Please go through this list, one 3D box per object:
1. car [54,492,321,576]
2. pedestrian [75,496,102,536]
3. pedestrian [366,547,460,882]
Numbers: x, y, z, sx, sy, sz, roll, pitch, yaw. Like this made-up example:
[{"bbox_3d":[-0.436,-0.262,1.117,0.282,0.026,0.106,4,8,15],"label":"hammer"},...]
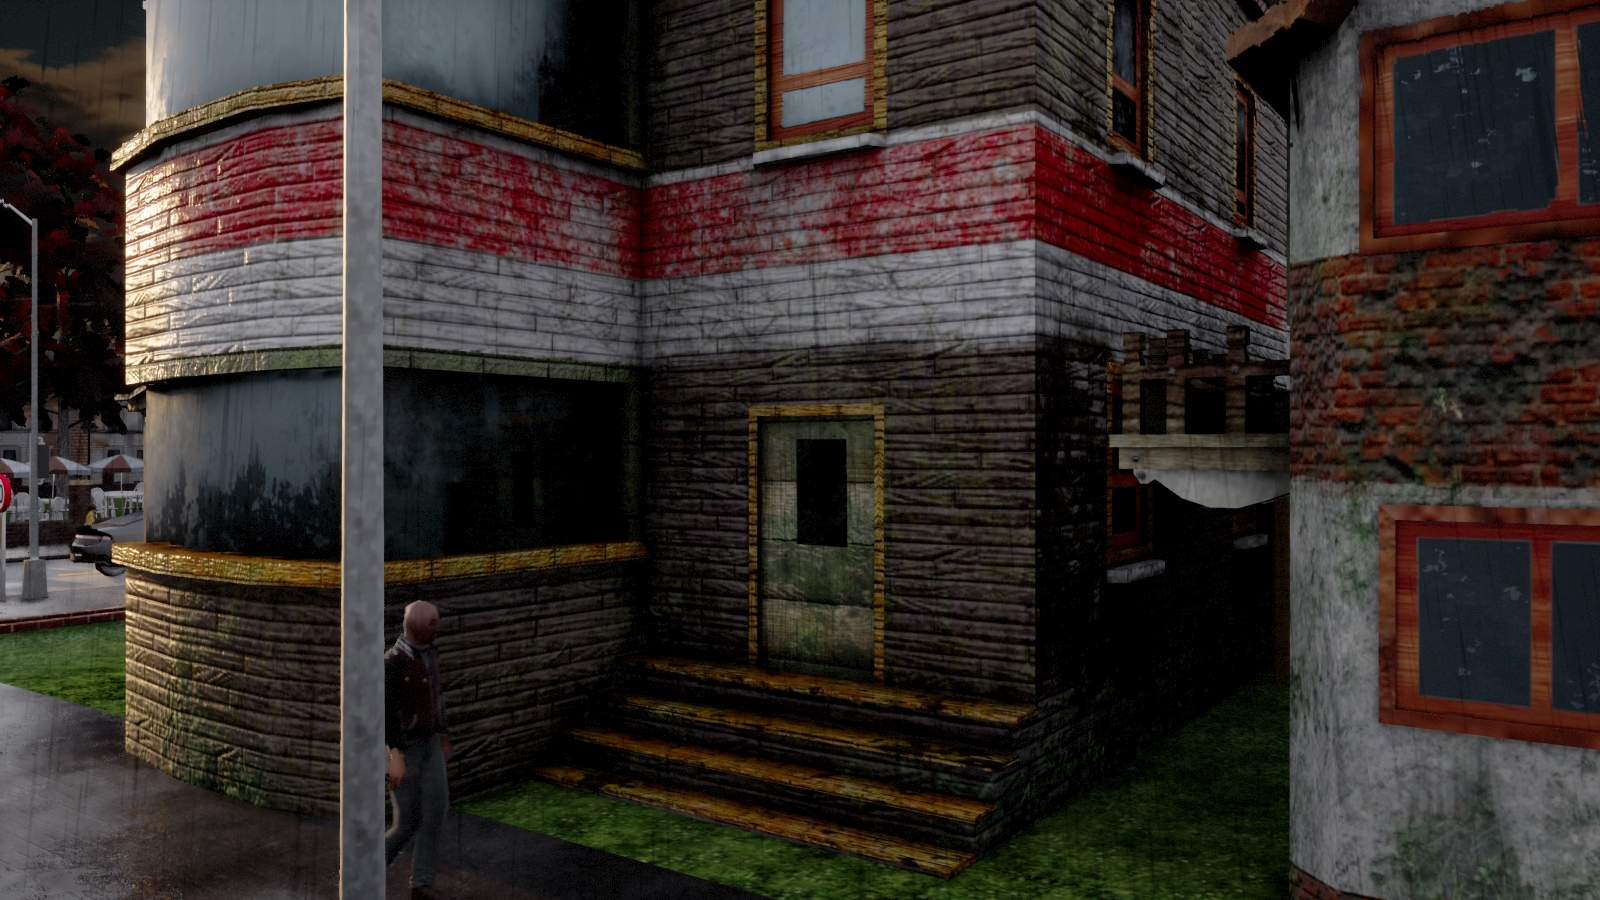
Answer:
[{"bbox_3d":[-13.748,1.817,25.958,2.128,1.511,4.902,0,0,34],"label":"car"},{"bbox_3d":[-20.393,1.882,32.758,0.500,1.100,0.500,0,0,34],"label":"pedestrian"},{"bbox_3d":[-2.269,1.522,6.713,0.375,1.860,0.375,0,0,18],"label":"pedestrian"}]
